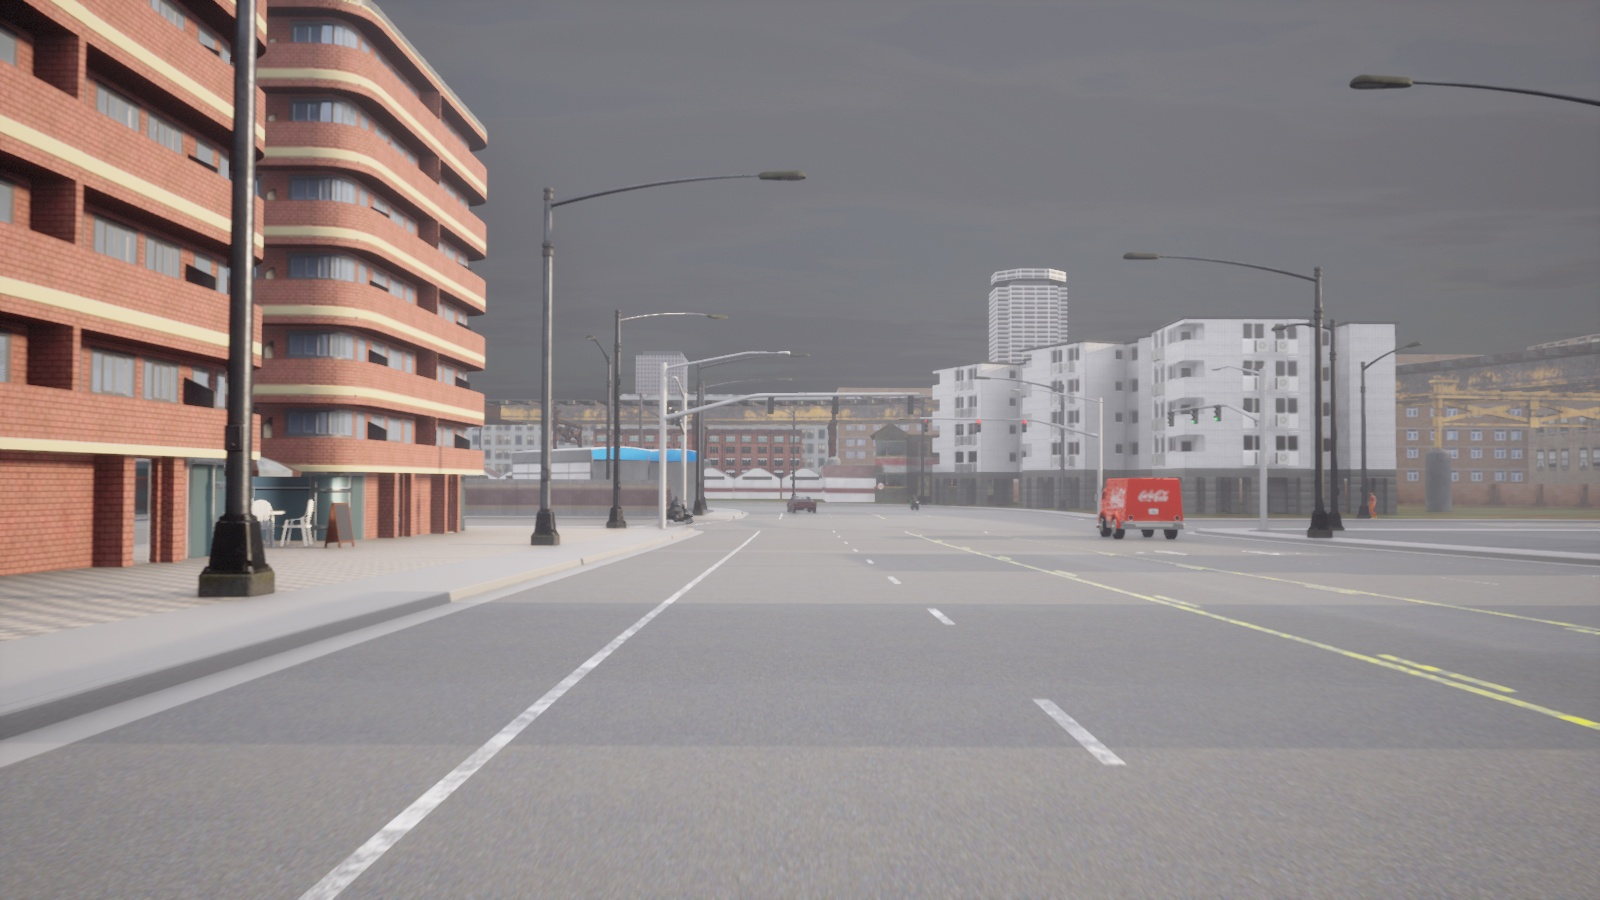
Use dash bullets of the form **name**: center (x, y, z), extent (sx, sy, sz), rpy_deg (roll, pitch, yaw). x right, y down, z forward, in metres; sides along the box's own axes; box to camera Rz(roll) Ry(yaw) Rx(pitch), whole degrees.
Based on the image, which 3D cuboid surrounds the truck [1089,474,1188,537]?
- **truck**: center (13.886, 2.288, 51.892), extent (2.627, 2.467, 5.204), rpy_deg (0, -2, -1)

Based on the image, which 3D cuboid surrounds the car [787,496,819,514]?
- **car**: center (0.197, 4.264, 98.318), extent (1.895, 1.301, 4.718), rpy_deg (0, -1, -7)

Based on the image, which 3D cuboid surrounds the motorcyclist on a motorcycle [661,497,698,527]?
- **motorcyclist on a motorcycle**: center (-6.608, 3.376, 68.870), extent (1.817, 1.590, 0.866), rpy_deg (-1, 0, 9)
